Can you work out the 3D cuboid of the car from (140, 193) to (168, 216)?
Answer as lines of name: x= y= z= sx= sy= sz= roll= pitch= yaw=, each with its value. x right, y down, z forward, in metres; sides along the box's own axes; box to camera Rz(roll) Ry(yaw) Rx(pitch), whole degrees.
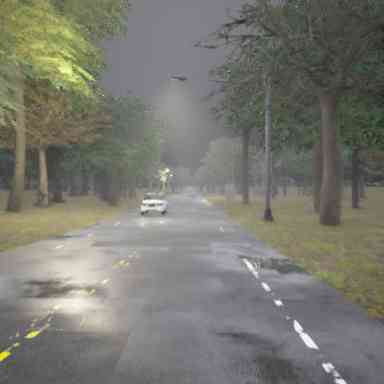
car: x=-3.506 y=1.080 z=31.640 sx=2.150 sy=2.045 sz=5.566 roll=0 pitch=0 yaw=0
